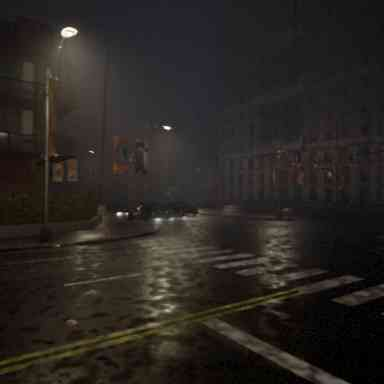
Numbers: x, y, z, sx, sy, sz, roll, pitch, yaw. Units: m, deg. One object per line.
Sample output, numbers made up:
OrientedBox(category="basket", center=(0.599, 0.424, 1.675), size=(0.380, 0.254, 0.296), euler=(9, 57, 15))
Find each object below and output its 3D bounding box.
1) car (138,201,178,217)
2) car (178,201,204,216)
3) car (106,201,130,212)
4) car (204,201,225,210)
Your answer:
OrientedBox(category="car", center=(-3.799, 1.703, 33.600), size=(1.837, 1.490, 4.892), euler=(1, 0, -35))
OrientedBox(category="car", center=(-1.277, 1.719, 36.103), size=(1.882, 1.535, 5.008), euler=(1, 0, -35))
OrientedBox(category="car", center=(-9.077, 1.763, 41.185), size=(1.994, 1.385, 4.181), euler=(1, 0, -35))
OrientedBox(category="car", center=(2.881, 1.986, 50.511), size=(1.895, 1.301, 4.718), euler=(1, 0, -35))
